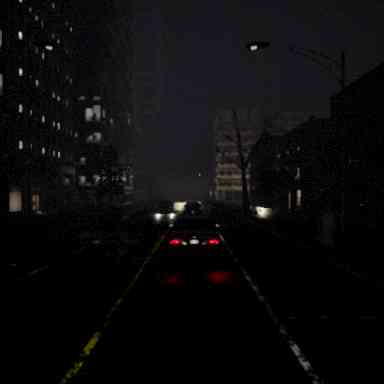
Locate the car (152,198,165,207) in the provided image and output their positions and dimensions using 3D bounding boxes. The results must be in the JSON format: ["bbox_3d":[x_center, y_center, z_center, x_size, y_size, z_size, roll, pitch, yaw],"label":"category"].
[{"bbox_3d":[-5.856,1.842,58.403,1.887,1.381,4.507,-1,0,0],"label":"car"}]

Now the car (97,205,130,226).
[{"bbox_3d":[-5.712,1.669,24.539,1.887,1.381,4.507,-1,0,0],"label":"car"}]

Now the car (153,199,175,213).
[{"bbox_3d":[-3.111,1.679,39.772,1.882,1.535,5.008,0,0,0],"label":"car"}]

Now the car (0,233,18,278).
[{"bbox_3d":[-5.705,1.605,7.607,1.947,1.339,4.313,-1,0,0],"label":"car"}]

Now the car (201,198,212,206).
[{"bbox_3d":[2.781,1.852,64.163,1.752,1.417,4.829,-1,0,0],"label":"car"}]

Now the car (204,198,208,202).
[{"bbox_3d":[2.729,1.754,41.416,1.887,1.381,4.507,-1,0,0],"label":"car"}]

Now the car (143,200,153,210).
[{"bbox_3d":[-5.825,1.790,47.113,2.008,1.369,4.403,-1,0,0],"label":"car"}]

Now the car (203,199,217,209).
[{"bbox_3d":[2.786,1.818,52.704,2.008,1.369,4.403,-1,0,0],"label":"car"}]

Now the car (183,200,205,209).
[{"bbox_3d":[0.081,1.695,33.578,1.812,1.442,4.674,0,0,0],"label":"car"}]

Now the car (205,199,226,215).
[{"bbox_3d":[2.698,1.763,35.772,1.802,1.307,4.206,-1,0,0],"label":"car"}]

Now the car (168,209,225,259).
[{"bbox_3d":[0.081,1.613,12.840,2.033,1.411,5.357,0,0,0],"label":"car"}]
